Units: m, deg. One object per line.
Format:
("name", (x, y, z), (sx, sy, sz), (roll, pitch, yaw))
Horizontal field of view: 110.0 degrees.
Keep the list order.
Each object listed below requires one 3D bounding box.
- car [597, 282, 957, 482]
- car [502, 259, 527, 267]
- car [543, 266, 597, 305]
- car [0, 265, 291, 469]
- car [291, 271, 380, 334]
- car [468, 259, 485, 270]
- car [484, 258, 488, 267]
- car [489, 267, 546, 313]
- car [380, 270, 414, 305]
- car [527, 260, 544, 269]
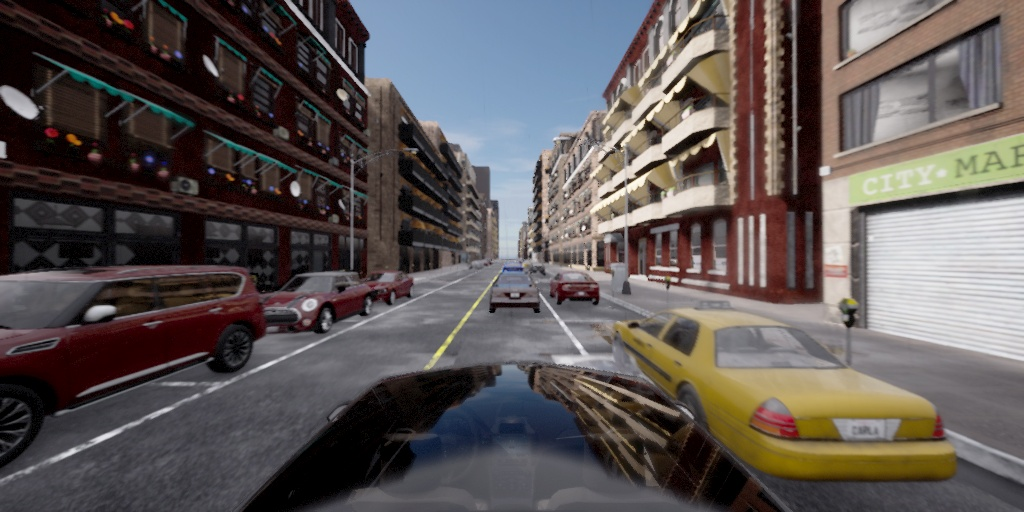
("car", (2.686, 1.283, 5.031), (1.751, 1.417, 4.829), (0, 0, 0))
("car", (0.080, 1.297, 32.971), (1.882, 1.535, 5.008), (0, 0, 0))
("car", (2.680, 1.328, 16.134), (1.888, 1.381, 4.507), (0, 0, 0))
("car", (-5.694, 1.071, 4.860), (2.192, 1.841, 5.009), (0, 0, 0))
("car", (-5.698, 1.209, 10.496), (1.967, 1.591, 4.097), (0, 0, 0))
("car", (-5.724, 1.418, 55.585), (2.007, 1.370, 4.403), (0, 0, 0))
("car", (-5.728, 1.430, 61.222), (2.007, 1.370, 4.403), (0, 0, 0))
("car", (0.092, 1.326, 14.176), (2.033, 1.411, 5.357), (0, 0, 0))
("car", (-5.701, 1.327, 16.133), (1.888, 1.381, 4.507), (0, 0, 0))
("car", (2.667, 1.383, 38.678), (2.007, 1.370, 4.403), (0, 0, 0))
